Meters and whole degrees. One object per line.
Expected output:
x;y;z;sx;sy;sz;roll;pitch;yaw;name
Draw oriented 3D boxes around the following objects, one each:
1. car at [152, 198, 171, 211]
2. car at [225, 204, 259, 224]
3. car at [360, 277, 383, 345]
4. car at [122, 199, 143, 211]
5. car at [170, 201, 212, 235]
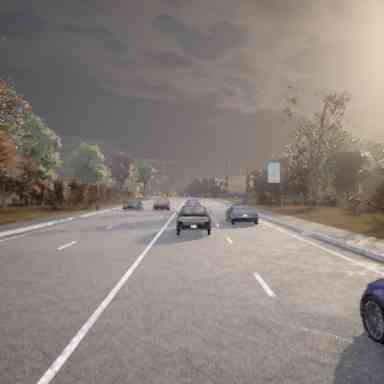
-3.594;1.478;39.988;1.882;1.535;5.008;0;0;0;car
3.596;1.565;24.511;1.994;1.385;4.181;0;0;0;car
3.598;1.526;3.407;1.812;1.442;4.674;0;0;0;car
-7.094;1.565;40.251;1.994;1.385;4.181;0;0;0;car
0.095;1.492;18.905;2.128;1.511;4.902;0;0;0;car
